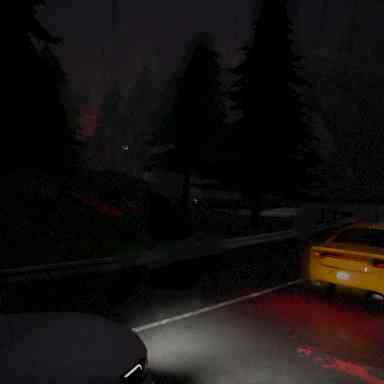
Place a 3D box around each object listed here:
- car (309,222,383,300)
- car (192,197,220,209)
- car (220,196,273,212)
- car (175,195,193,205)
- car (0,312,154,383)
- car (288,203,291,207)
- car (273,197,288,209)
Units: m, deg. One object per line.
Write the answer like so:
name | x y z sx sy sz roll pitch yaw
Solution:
car | 4.779 1.478 8.097 5.008 1.535 1.882 0 0 -42
car | 3.148 1.536 43.909 5.357 1.411 2.033 0 0 34
car | 6.143 1.493 37.615 4.902 1.511 2.128 0 0 34
car | -0.554 1.300 54.958 4.553 1.767 2.097 0 0 35
car | -2.504 1.526 2.223 4.674 1.442 1.812 0 0 -36
car | 11.378 1.492 46.757 4.902 1.511 2.128 0 0 34
car | 9.223 1.224 43.988 5.566 2.045 2.150 0 0 34
